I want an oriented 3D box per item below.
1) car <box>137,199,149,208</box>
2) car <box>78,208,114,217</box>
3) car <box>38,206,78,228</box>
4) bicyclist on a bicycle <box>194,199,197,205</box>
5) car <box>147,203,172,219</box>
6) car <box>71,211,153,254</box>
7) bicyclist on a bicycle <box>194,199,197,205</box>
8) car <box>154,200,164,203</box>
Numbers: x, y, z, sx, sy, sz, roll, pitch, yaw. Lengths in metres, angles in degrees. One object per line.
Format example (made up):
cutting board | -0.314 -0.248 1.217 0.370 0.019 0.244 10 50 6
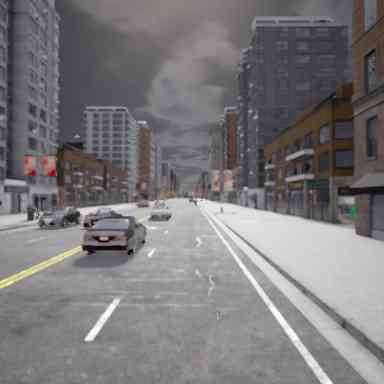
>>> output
car | -9.734 2.287 66.670 2.097 1.767 4.553 0 -1 0
car | -6.590 1.911 24.707 1.994 1.385 4.181 0 -1 0
car | -9.841 1.844 25.118 2.128 1.511 4.902 0 -1 0
bicyclist on a bicycle | 0.913 2.668 87.335 0.866 1.612 1.509 0 -1 0
car | -3.139 2.088 34.666 1.895 1.301 4.718 0 -1 0
car | -3.145 1.750 14.412 2.033 1.411 5.357 0 -1 0
bicyclist on a bicycle | 0.916 2.557 78.338 0.582 1.620 1.656 0 -1 0
car | -6.487 2.437 66.305 2.128 1.511 4.902 0 -1 0
